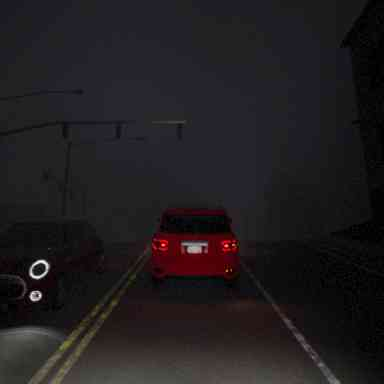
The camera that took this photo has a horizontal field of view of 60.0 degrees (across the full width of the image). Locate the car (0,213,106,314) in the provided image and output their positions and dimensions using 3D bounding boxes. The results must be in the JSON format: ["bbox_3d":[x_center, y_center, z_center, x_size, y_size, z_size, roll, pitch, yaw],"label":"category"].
[{"bbox_3d":[-3.603,1.445,8.002,2.097,1.767,4.553,1,-1,0],"label":"car"}]

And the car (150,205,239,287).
[{"bbox_3d":[0.078,1.398,10.031,2.150,2.045,5.566,1,-1,0],"label":"car"}]
